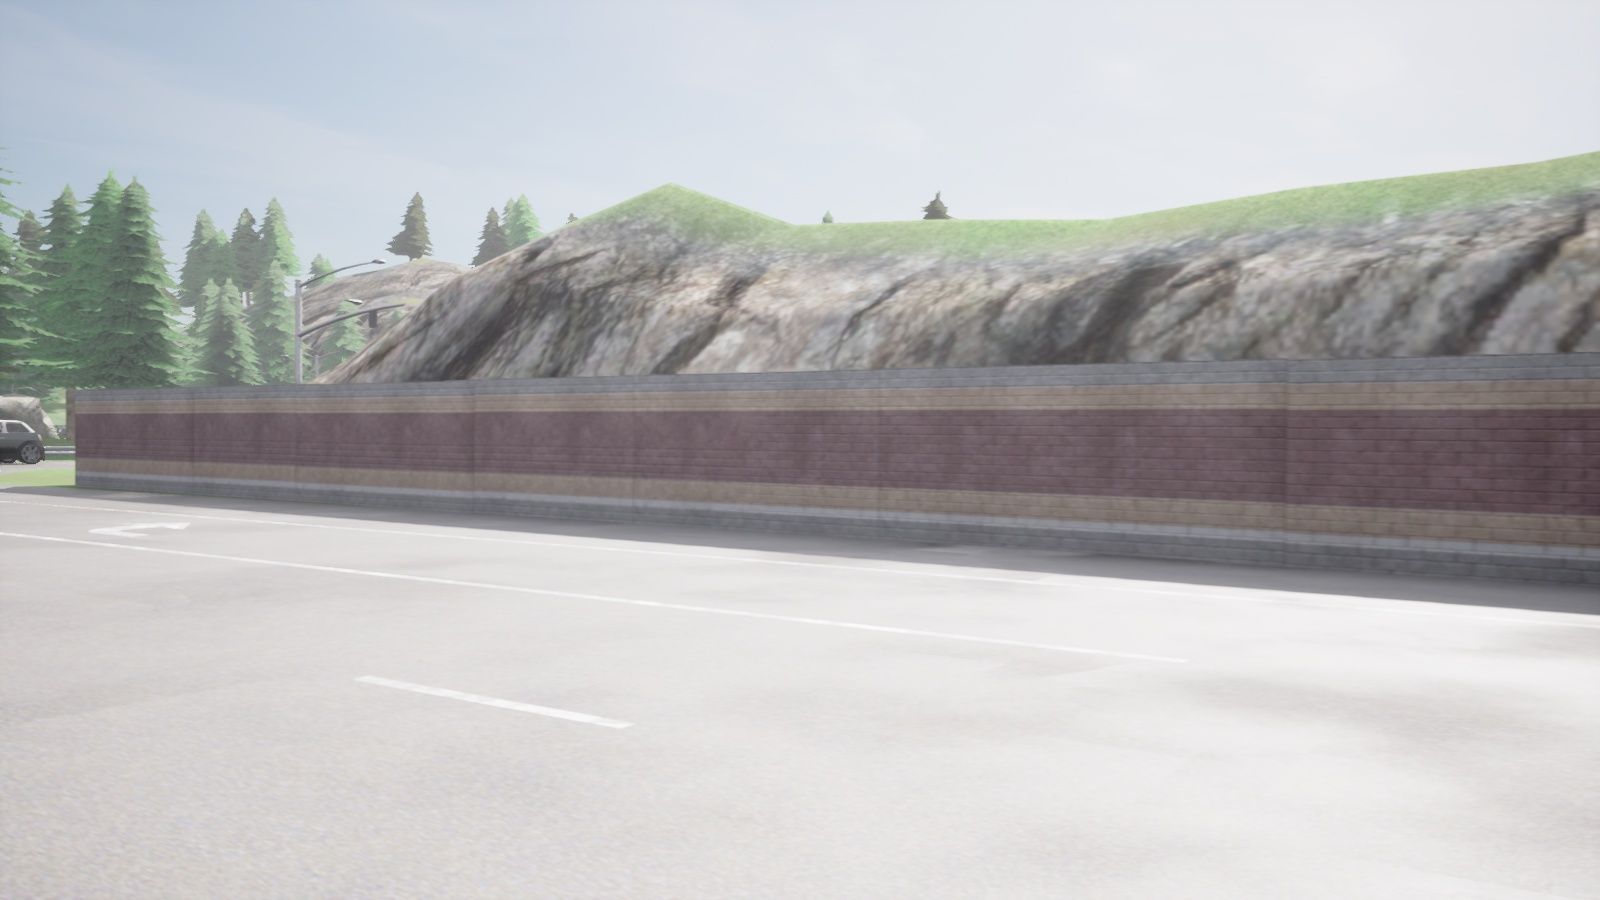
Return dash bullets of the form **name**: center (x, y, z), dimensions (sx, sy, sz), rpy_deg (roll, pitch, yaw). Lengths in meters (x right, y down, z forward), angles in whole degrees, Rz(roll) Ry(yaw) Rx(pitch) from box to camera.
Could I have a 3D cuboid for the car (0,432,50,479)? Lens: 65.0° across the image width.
- **car**: center (-26.852, 0.194, 40.736), dimensions (1.970, 1.475, 3.806), rpy_deg (0, 1, 33)
